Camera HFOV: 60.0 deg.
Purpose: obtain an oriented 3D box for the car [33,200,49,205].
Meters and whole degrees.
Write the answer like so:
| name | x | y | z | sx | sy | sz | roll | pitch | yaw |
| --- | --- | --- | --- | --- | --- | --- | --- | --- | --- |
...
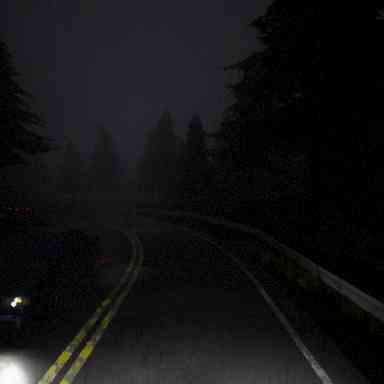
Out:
| name | x | y | z | sx | sy | sz | roll | pitch | yaw |
| --- | --- | --- | --- | --- | --- | --- | --- | --- | --- |
| car | -25.071 | 1.997 | 54.295 | 2.033 | 1.411 | 5.357 | 1 | 2 | 10 |

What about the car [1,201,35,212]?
| name | x | y | z | sx | sy | sz | roll | pitch | yaw |
| --- | --- | --- | --- | --- | --- | --- | --- | --- | --- |
| car | -21.065 | 2.054 | 40.157 | 2.033 | 1.411 | 5.357 | -4 | 1 | -39 |

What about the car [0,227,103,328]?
| name | x | y | z | sx | sy | sz | roll | pitch | yaw |
| --- | --- | --- | --- | --- | --- | --- | --- | --- | --- |
| car | -3.395 | 1.537 | 7.454 | 2.033 | 1.411 | 5.357 | 0 | 0 | -2 |
